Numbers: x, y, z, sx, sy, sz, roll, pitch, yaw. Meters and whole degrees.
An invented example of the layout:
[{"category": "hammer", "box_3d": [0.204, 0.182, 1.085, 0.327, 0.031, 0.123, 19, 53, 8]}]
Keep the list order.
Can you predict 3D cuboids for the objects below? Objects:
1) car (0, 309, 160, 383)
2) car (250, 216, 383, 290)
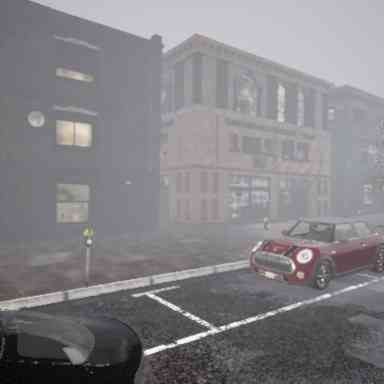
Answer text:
[{"category": "car", "box_3d": [-2.360, 1.527, 1.694, 4.674, 1.442, 1.812, 0, 0, -36]}, {"category": "car", "box_3d": [3.475, 1.431, 9.019, 4.097, 1.590, 1.967, 0, 1, -35]}]
